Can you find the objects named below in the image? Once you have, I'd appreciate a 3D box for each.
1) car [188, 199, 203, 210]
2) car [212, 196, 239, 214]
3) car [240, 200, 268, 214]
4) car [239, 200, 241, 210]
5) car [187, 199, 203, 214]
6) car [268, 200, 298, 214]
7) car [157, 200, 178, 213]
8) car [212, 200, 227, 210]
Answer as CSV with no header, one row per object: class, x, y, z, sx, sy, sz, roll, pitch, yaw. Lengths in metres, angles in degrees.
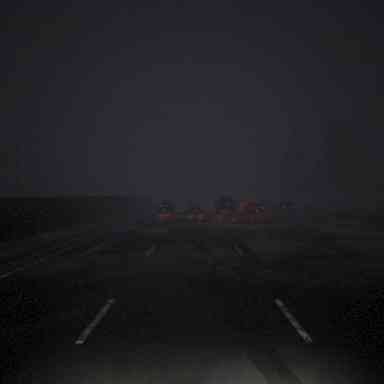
car,0.478,1.822,48.907,2.128,1.511,4.902,0,0,1
car,3.882,1.488,39.317,2.150,2.045,5.566,0,0,1
car,7.390,1.873,40.113,1.895,1.301,4.718,0,0,1
car,7.478,1.857,48.836,1.812,1.442,4.674,0,0,1
car,0.386,1.870,39.767,1.895,1.301,4.718,0,0,1
car,10.881,1.814,39.215,2.033,1.411,5.357,0,0,1
car,-3.110,1.776,40.189,1.837,1.490,4.892,0,0,1
car,3.978,1.932,48.901,1.895,1.301,4.718,0,0,1
